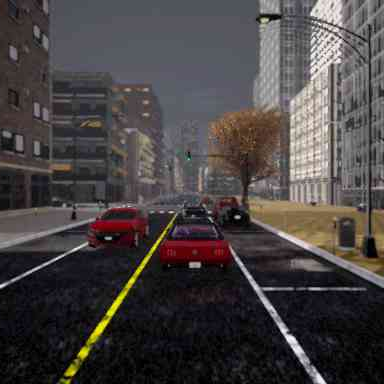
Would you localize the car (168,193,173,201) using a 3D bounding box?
[{"bbox_3d":[-5.704,1.427,70.680,2.008,1.369,4.403,0,0,0],"label":"car"}]

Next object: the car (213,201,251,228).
[{"bbox_3d":[2.688,1.519,21.705,1.947,1.339,4.313,0,0,0],"label":"car"}]

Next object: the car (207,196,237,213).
[{"bbox_3d":[2.687,1.257,27.228,2.192,1.841,5.009,0,0,0],"label":"car"}]

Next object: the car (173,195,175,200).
[{"bbox_3d":[-5.707,1.308,81.745,1.967,1.590,4.097,0,0,0],"label":"car"}]

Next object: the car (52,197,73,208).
[{"bbox_3d":[-16.434,1.256,40.206,4.403,1.369,2.008,1,-1,-1],"label":"car"}]

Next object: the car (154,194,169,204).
[{"bbox_3d":[-5.702,1.439,59.614,2.008,1.369,4.403,0,0,0],"label":"car"}]

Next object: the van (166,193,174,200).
[{"bbox_3d":[-5.708,1.204,87.278,1.690,1.788,3.998,0,0,0],"label":"van"}]

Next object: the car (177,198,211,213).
[{"bbox_3d":[0.083,1.437,25.132,2.128,1.511,4.902,0,0,0],"label":"car"}]

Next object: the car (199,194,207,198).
[{"bbox_3d":[2.678,1.433,59.616,1.887,1.381,4.507,0,0,0],"label":"car"}]

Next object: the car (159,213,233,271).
[{"bbox_3d":[0.089,1.576,10.730,1.895,1.301,4.718,0,0,0],"label":"car"}]

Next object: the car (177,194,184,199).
[{"bbox_3d":[-3.019,1.352,88.879,1.837,1.490,4.892,0,0,0],"label":"car"}]

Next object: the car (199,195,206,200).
[{"bbox_3d":[2.672,1.446,87.279,1.802,1.307,4.206,0,0,0],"label":"car"}]

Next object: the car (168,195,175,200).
[{"bbox_3d":[-5.709,1.441,92.810,1.802,1.307,4.206,0,0,0],"label":"car"}]

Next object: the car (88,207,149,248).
[{"bbox_3d":[-3.099,1.444,14.821,1.882,1.535,5.008,0,0,0],"label":"car"}]
